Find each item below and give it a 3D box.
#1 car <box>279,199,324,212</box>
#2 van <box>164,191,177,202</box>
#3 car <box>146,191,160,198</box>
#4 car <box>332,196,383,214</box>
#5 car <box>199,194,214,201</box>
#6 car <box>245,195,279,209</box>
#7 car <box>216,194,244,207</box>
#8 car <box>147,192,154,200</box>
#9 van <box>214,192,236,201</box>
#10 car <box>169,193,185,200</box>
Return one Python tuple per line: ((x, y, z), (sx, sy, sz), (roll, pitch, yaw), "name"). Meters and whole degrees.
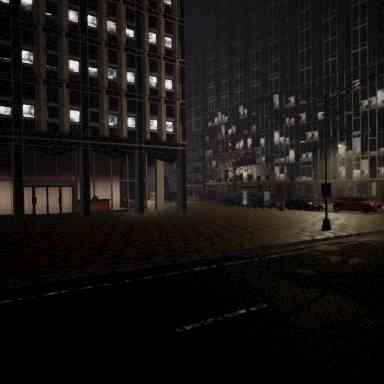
((12.147, 1.423, 36.237), (1.947, 1.339, 4.313), (0, 1, -34), "car")
((-3.832, 0.937, 59.734), (1.690, 1.788, 3.998), (0, 1, -34), "van")
((-9.793, 0.686, 83.218), (1.967, 1.590, 4.097), (0, 1, -34), "car")
((16.906, 1.208, 34.092), (2.097, 1.767, 4.553), (-1, 1, -35), "car")
((3.077, 1.043, 64.479), (1.802, 1.307, 4.206), (0, 1, -34), "car")
((8.944, 1.388, 40.935), (1.802, 1.307, 4.206), (0, 1, -34), "car")
((5.775, 1.319, 45.652), (1.947, 1.339, 4.313), (0, 1, -34), "car")
((-10.267, 1.039, 69.107), (2.008, 1.369, 4.403), (0, 1, -34), "car")
((6.293, 0.855, 59.791), (1.690, 1.788, 3.998), (0, 1, -34), "van")
((-3.358, 0.936, 73.850), (1.802, 1.307, 4.206), (0, 1, -34), "car")
